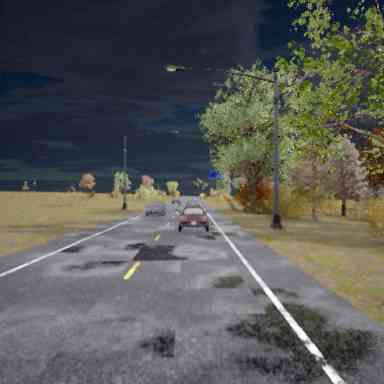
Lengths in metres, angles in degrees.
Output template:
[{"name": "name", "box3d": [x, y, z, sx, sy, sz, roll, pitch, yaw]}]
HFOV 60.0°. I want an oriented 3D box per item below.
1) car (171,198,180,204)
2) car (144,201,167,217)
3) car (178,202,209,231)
[{"name": "car", "box3d": [-3.506, 1.928, 72.881, 2.033, 1.411, 5.357, 0, 0, 0]}, {"name": "car", "box3d": [-3.597, 1.677, 33.512, 1.837, 1.490, 4.892, 0, 0, 0]}, {"name": "car", "box3d": [0.099, 1.636, 21.478, 1.812, 1.442, 4.674, 0, 0, 0]}]
